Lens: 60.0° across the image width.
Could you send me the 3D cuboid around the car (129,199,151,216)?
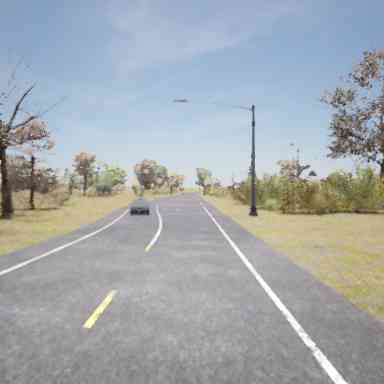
[{"bbox_3d":[-5.085,1.453,32.822,1.882,1.535,5.008,0,0,-7],"label":"car"}]
